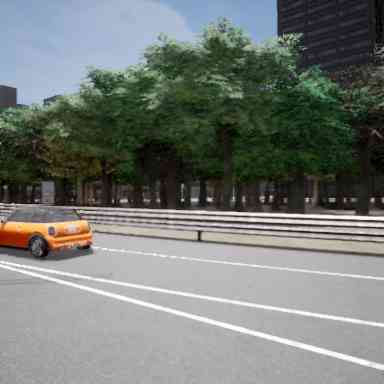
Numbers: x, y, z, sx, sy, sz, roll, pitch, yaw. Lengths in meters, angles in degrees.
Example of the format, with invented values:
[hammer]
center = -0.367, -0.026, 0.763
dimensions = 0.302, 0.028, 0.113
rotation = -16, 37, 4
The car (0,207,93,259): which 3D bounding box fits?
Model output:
[car]
center = -5.998, 1.360, 12.800
dimensions = 4.553, 1.767, 2.097
rotation = 0, 0, 32
